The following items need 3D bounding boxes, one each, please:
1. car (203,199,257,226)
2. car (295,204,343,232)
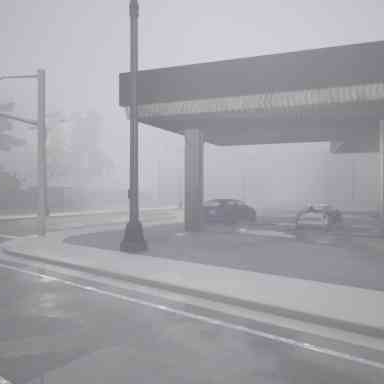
[{"bbox_3d":[2.590,1.295,22.629,2.242,1.667,4.611,0,0,37],"label":"car"},{"bbox_3d":[7.664,1.456,19.829,1.970,1.475,3.806,0,0,37],"label":"car"}]
